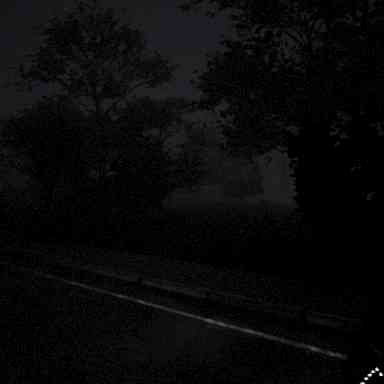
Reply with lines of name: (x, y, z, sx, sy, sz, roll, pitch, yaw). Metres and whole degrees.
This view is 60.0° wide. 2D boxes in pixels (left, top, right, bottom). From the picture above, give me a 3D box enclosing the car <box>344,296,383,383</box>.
car: (3.679, 1.222, 1.402, 5.566, 2.045, 2.150, 0, 0, 35)
